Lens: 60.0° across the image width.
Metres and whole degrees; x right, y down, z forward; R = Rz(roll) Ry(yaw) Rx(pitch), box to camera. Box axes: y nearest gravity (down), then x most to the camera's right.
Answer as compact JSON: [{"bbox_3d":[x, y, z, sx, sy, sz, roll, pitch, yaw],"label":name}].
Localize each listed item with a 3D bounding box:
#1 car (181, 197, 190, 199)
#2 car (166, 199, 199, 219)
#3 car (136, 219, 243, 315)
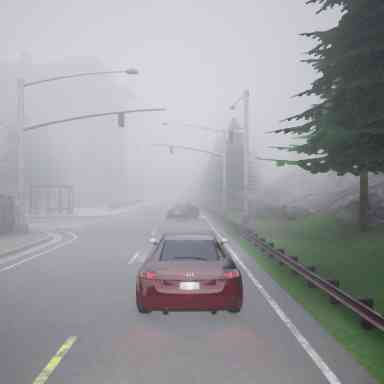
[{"bbox_3d":[-1.079,1.547,55.171,2.033,1.411,5.357,0,0,-1],"label":"car"},{"bbox_3d":[-0.709,1.562,28.313,1.994,1.385,4.181,0,0,15],"label":"car"},{"bbox_3d":[-0.072,1.564,7.657,1.994,1.385,4.181,0,0,-1],"label":"car"}]
